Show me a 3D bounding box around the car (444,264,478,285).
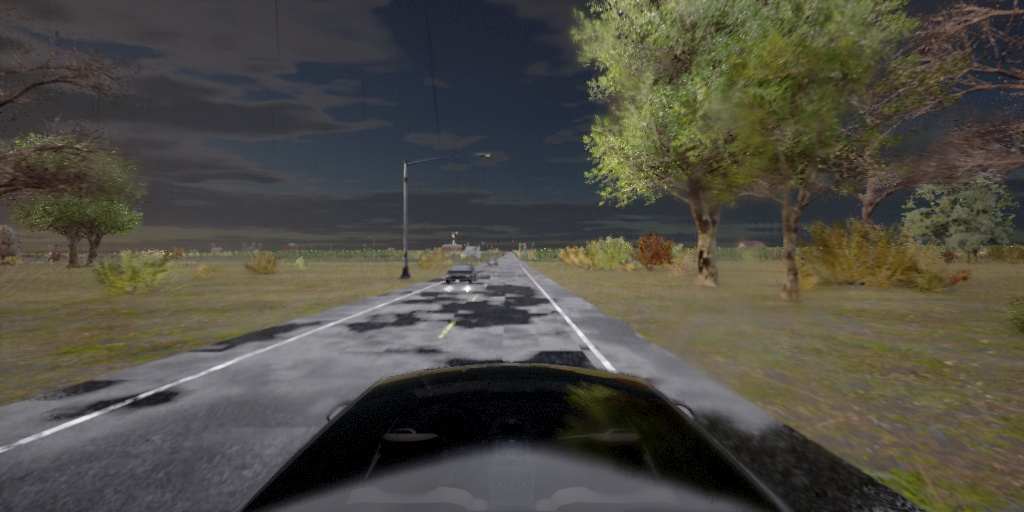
[{"bbox_3d":[-3.609,1.273,26.400,2.033,1.411,5.357,0,0,0],"label":"car"}]
